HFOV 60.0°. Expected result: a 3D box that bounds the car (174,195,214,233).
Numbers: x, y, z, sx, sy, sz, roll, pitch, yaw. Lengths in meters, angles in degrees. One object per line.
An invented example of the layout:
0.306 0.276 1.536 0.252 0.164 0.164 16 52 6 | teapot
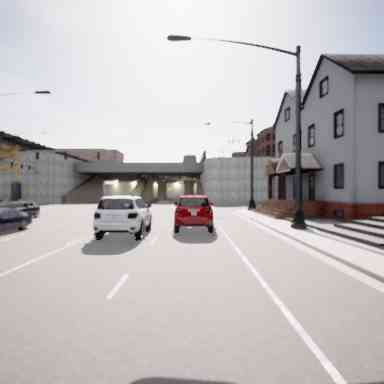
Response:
0.100 1.202 19.848 2.150 2.045 5.566 0 0 0 | car

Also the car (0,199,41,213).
-14.000 1.480 26.878 1.837 1.490 4.892 0 0 0 | car

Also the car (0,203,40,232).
-10.537 1.531 17.826 2.033 1.411 5.357 0 0 0 | car

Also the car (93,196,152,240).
-3.401 1.205 17.134 2.150 2.045 5.566 0 0 0 | car

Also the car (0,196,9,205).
-32.469 1.403 53.445 2.038 1.542 4.974 0 0 29 | car
